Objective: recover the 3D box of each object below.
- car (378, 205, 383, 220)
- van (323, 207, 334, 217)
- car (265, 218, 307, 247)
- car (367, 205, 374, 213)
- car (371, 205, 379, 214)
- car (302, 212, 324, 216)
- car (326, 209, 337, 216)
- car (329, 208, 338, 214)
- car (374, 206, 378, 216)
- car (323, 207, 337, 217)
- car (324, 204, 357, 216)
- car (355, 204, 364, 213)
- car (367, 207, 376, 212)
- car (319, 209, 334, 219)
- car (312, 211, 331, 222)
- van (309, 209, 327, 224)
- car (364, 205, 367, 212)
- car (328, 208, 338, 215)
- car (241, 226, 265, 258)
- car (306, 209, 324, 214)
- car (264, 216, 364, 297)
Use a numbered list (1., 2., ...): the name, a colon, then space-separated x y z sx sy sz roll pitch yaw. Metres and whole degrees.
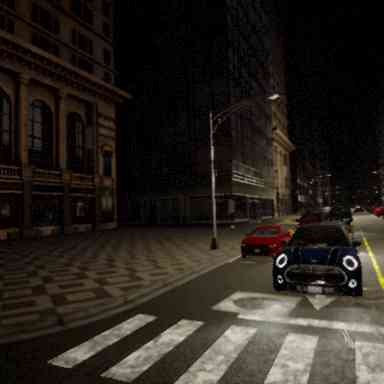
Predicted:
1. car: 25.818 2.716 42.846 2.192 1.841 5.009 -3 -3 25
2. van: 25.337 3.746 61.720 1.690 1.788 3.998 -3 -3 25
3. car: 6.020 2.463 20.910 1.752 1.417 4.829 -3 -3 25
4. car: 37.846 3.609 68.251 2.192 1.841 5.009 -3 -3 25
5. car: 33.041 3.483 58.078 1.887 1.381 4.507 -3 -3 25
6. car: 10.906 2.862 31.224 1.887 1.381 4.507 -3 -3 25
7. car: 30.154 4.311 71.873 2.008 1.369 4.403 -3 -3 25
8. car: 34.892 4.633 81.883 1.752 1.417 4.829 -3 -3 25
9. car: 30.637 3.342 52.995 1.802 1.307 4.206 -3 -3 25
10. car: 27.742 3.898 66.803 2.192 1.841 5.009 -3 -3 25
11. car: 14.179 2.451 31.741 2.150 2.045 5.566 -3 -4 25
12. car: 41.868 4.456 82.966 1.994 1.385 4.181 -3 -3 25
13. car: 45.070 4.404 83.481 1.802 1.307 4.206 -3 -3 25
14. car: 22.934 3.667 56.635 1.967 1.590 4.097 -3 -3 25
15. car: 18.125 3.419 46.467 2.008 1.369 4.403 -3 -3 25
16. van: 15.713 3.028 41.396 1.690 1.788 3.998 -3 -3 25
17. car: 42.658 3.962 78.413 2.192 1.841 5.009 -3 -3 25
18. car: 32.559 4.482 76.954 1.887 1.381 4.507 -3 -3 25
19. car: 3.688 2.298 15.981 1.887 1.381 4.507 -3 -3 25
20. car: 13.306 2.818 36.316 2.192 1.841 5.009 -3 -3 25
21. car: 3.807 1.768 9.840 2.097 1.767 4.553 -3 -3 25
